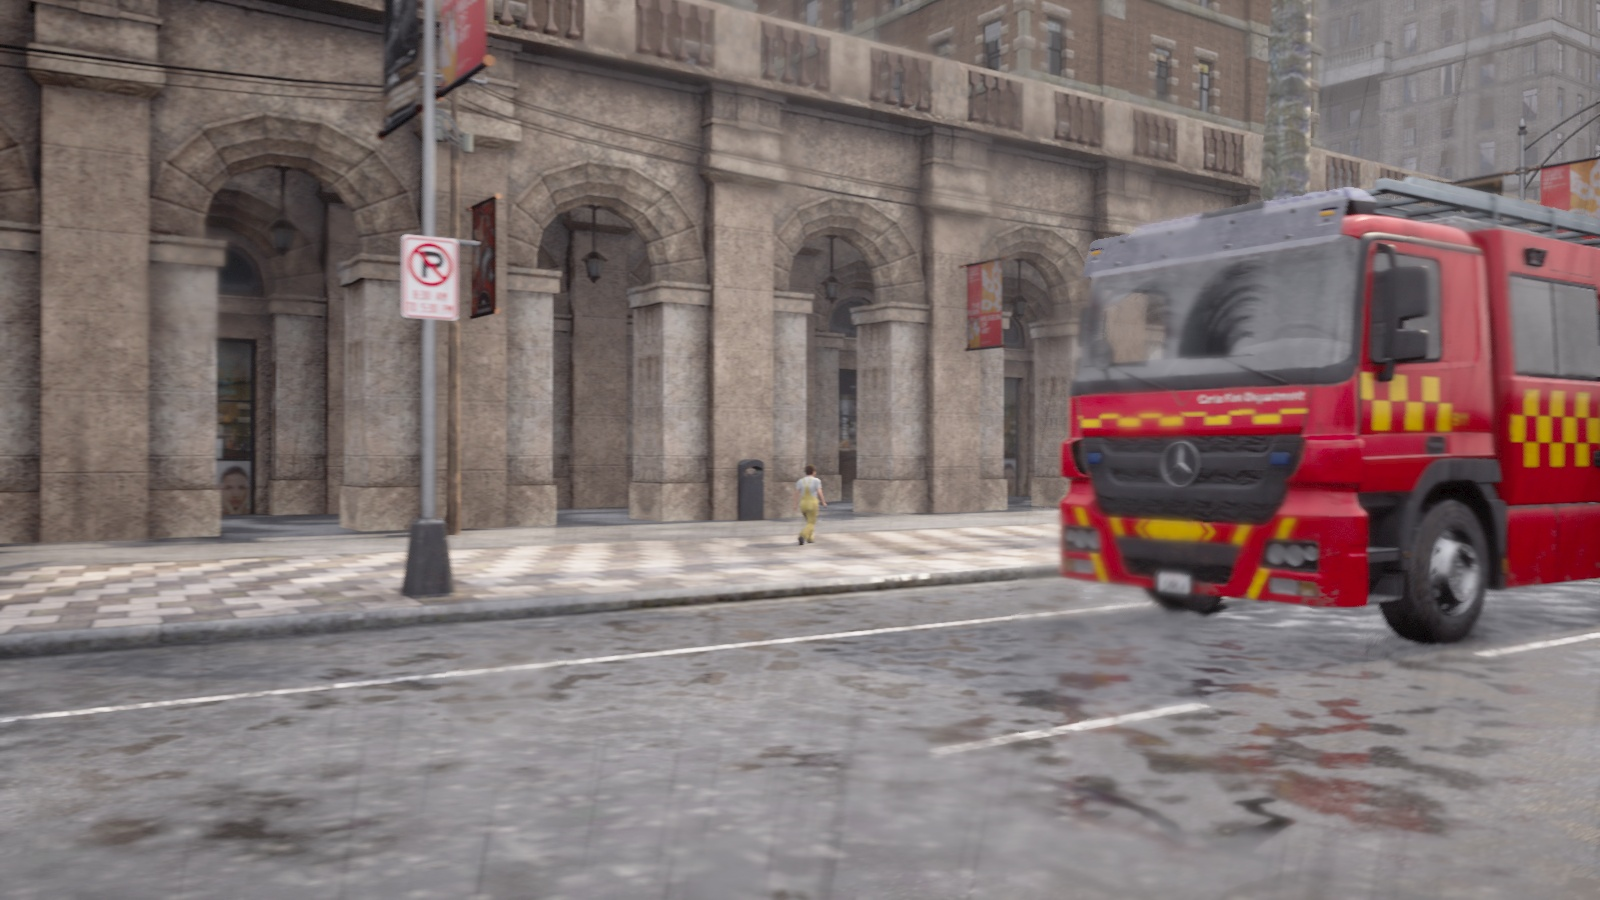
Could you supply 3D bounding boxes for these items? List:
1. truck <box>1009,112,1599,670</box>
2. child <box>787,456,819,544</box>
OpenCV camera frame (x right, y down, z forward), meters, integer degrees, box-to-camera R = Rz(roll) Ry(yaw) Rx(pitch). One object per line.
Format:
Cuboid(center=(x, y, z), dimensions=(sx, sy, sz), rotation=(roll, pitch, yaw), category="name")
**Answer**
Cuboid(center=(6.149, -0.403, 12.178), dimensions=(8.468, 3.827, 2.891), rotation=(0, 0, -34), category="truck")
Cuboid(center=(0.047, 0.726, 18.326), dimensions=(0.270, 1.263, 0.437), rotation=(0, 0, 31), category="child")
